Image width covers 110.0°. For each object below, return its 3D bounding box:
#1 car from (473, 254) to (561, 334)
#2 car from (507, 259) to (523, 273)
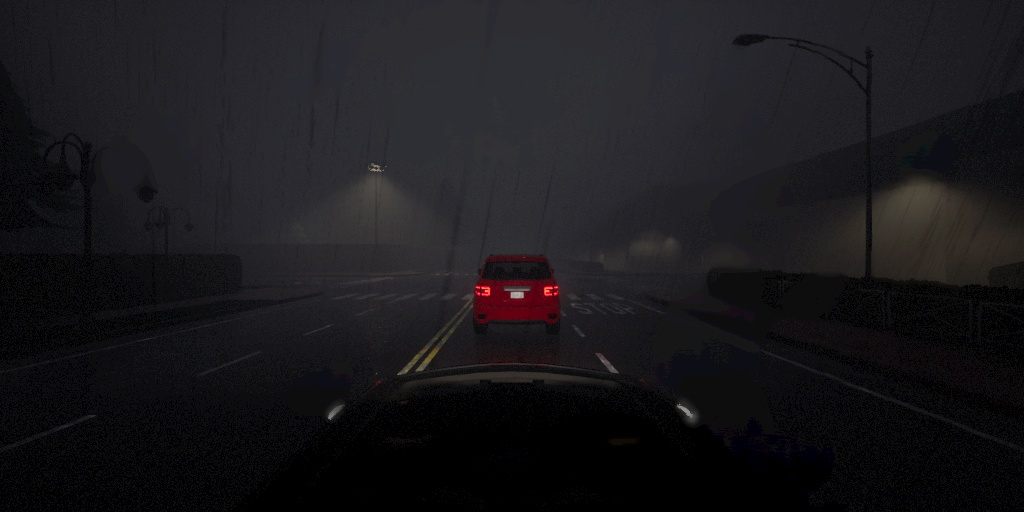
[{"bbox_3d":[0.122,0.971,10.749,2.150,2.045,5.566,0,0,0],"label":"car"},{"bbox_3d":[0.360,1.228,45.602,1.882,1.535,5.008,0,0,1],"label":"car"}]
